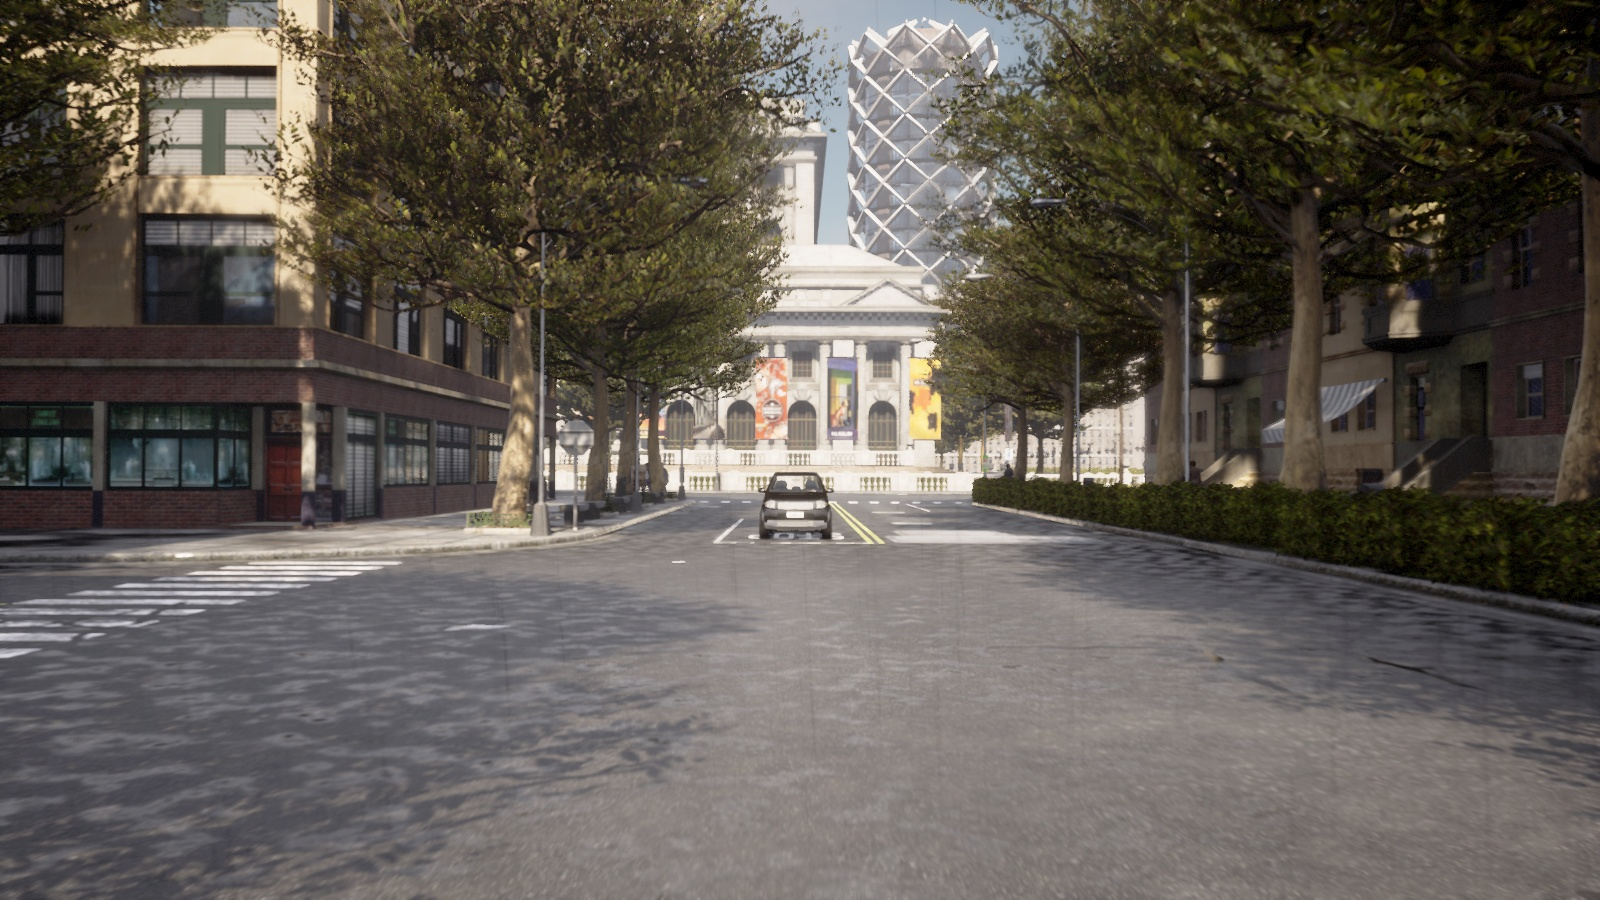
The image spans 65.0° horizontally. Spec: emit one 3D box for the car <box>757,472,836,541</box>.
[{"bbox_3d":[-0.082,1.299,30.182,1.789,1.549,3.705,0,-1,0],"label":"car"}]

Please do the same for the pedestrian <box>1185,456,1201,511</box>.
[{"bbox_3d":[13.363,1.133,42.689,0.331,1.846,0.634,0,-1,0],"label":"pedestrian"}]
